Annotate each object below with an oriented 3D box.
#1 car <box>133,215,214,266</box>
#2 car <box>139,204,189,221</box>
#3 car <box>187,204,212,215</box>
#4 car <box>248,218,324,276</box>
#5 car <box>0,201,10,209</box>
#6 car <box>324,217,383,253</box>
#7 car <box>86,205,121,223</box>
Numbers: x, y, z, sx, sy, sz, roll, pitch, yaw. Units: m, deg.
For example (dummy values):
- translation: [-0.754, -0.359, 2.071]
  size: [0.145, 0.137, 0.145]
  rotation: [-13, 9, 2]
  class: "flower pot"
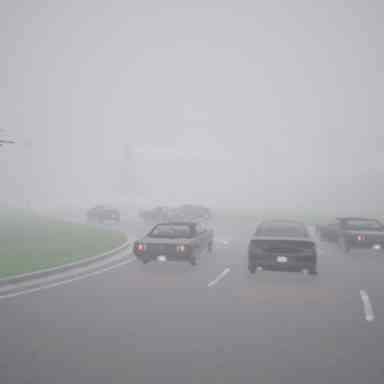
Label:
- translation: [-0.400, 1.736, 12.196]
  size: [1.895, 1.301, 4.718]
  rotation: [0, -1, 13]
  class: "car"
- translation: [-2.645, 1.910, 28.149]
  size: [1.895, 1.301, 4.718]
  rotation: [0, -1, -37]
  class: "car"
- translation: [-0.189, 1.838, 30.661]
  size: [1.837, 1.490, 4.892]
  rotation: [1, -1, -36]
  class: "car"
- translation: [2.976, 1.595, 10.951]
  size: [1.882, 1.535, 5.008]
  rotation: [0, 0, 15]
  class: "car"
- translation: [-32.913, 2.213, 57.738]
  size: [2.033, 1.411, 5.357]
  rotation: [0, -1, -21]
  class: "car"
- translation: [6.893, 1.750, 14.424]
  size: [1.895, 1.301, 4.718]
  rotation: [0, -1, 3]
  class: "car"
- translation: [-7.804, 1.853, 29.235]
  size: [1.812, 1.442, 4.674]
  rotation: [0, -1, -35]
  class: "car"
